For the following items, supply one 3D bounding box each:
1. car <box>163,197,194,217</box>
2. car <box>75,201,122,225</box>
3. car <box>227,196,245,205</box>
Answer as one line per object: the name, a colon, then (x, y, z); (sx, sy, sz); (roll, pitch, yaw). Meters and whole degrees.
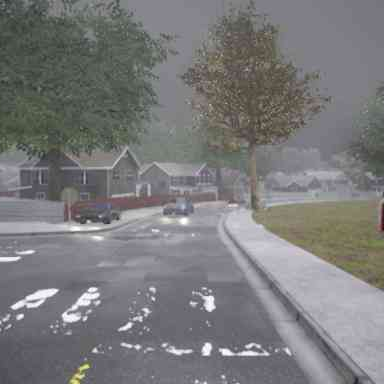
car: (-1.153, 1.274, 30.848); (2.097, 1.767, 4.553); (1, 0, 11)
car: (-6.045, 1.345, 22.217); (2.033, 1.411, 5.357); (0, 0, 1)
car: (7.329, 1.383, 54.970); (1.994, 1.385, 4.181); (1, 1, 29)
